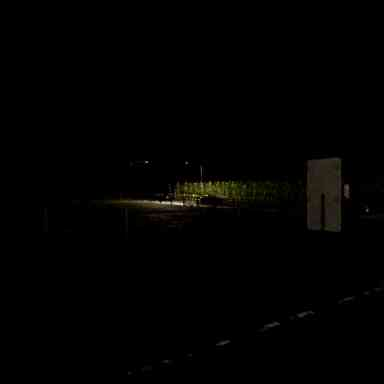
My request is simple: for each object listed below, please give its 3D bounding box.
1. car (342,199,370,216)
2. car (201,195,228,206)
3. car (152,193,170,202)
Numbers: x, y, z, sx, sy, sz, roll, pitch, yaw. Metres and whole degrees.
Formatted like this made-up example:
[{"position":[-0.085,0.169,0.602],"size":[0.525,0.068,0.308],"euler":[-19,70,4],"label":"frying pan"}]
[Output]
[{"position":[14.103,1.365,31.245],"size":[2.128,1.511,4.902],"euler":[0,0,-32],"label":"car"},{"position":[3.217,1.217,48.130],"size":[2.128,1.511,4.902],"euler":[0,0,-33],"label":"car"},{"position":[-5.897,1.012,62.726],"size":[1.837,1.490,4.892],"euler":[0,0,-32],"label":"car"}]
